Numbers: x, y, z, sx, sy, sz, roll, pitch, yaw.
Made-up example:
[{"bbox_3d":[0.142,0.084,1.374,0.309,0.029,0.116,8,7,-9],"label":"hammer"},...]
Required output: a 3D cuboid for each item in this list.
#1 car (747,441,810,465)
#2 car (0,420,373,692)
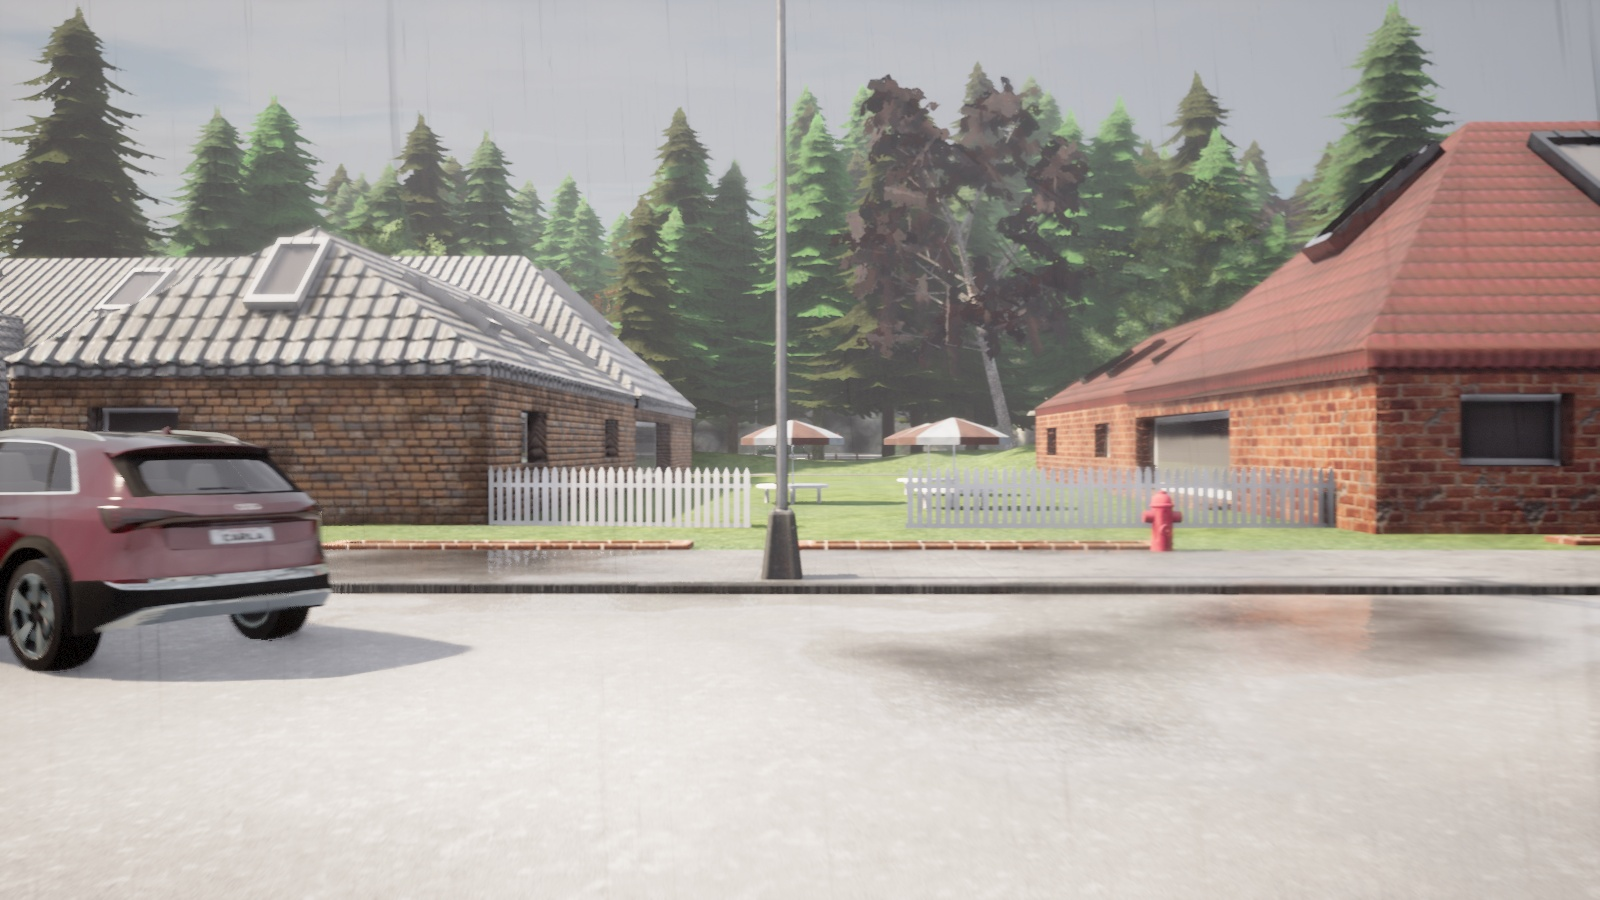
[{"bbox_3d":[-1.558,0.197,92.712,4.553,1.767,2.097,0,0,1],"label":"car"},{"bbox_3d":[-5.771,0.635,9.761,4.856,1.649,2.033,0,0,32],"label":"car"}]
